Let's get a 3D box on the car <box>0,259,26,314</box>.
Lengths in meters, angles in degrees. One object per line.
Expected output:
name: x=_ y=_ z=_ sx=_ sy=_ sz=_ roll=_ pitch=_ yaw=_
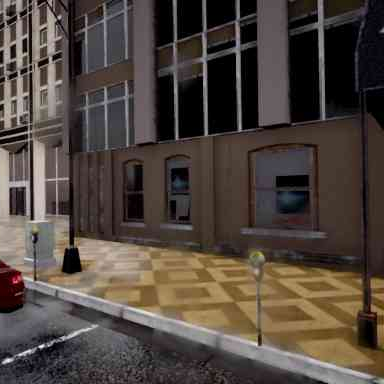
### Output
car: x=-4.784 y=1.584 z=6.300 sx=4.206 sy=1.307 sz=1.802 roll=0 pitch=-1 yaw=36
